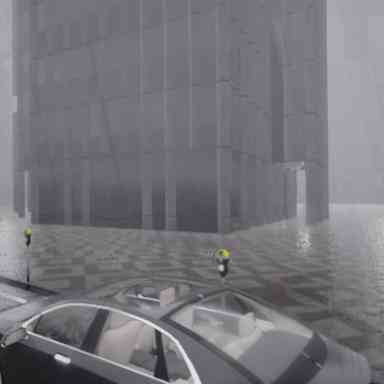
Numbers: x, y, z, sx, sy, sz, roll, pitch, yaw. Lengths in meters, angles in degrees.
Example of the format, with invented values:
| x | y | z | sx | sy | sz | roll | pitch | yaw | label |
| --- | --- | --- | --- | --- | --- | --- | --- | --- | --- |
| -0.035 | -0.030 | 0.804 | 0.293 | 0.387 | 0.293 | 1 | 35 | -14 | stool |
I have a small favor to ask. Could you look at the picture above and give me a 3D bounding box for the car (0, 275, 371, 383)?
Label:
| x | y | z | sx | sy | sz | roll | pitch | yaw | label |
| --- | --- | --- | --- | --- | --- | --- | --- | --- | --- |
| -0.596 | 1.573 | 3.392 | 4.403 | 1.369 | 2.008 | -1 | -1 | 36 | car |
